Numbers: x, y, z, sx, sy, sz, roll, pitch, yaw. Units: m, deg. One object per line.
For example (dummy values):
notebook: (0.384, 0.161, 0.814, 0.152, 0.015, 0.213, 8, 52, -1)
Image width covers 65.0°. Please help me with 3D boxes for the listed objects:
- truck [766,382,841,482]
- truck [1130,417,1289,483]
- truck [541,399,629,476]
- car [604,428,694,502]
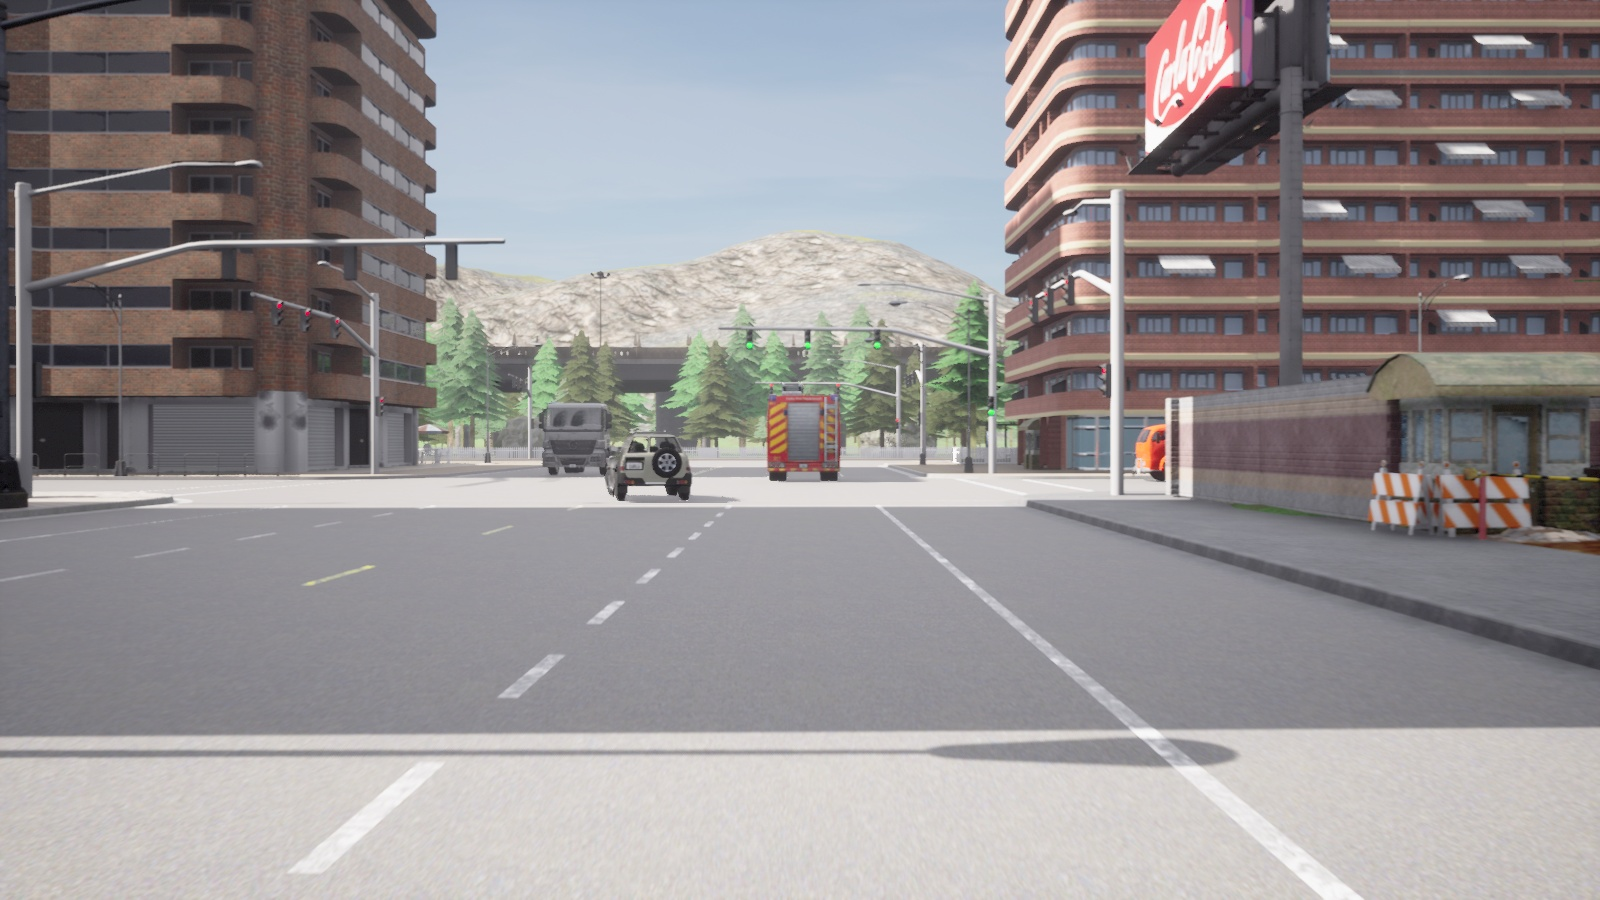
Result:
truck: (0.156, -0.714, 52.546, 2.891, 3.827, 8.468, 0, 0, 0)
truck: (15.580, 0.001, 48.052, 5.204, 2.467, 2.627, 0, 0, 0)
truck: (-10.321, -0.587, 60.981, 2.891, 3.462, 7.936, 0, 0, 0)
car: (-4.136, 0.369, 33.835, 1.932, 1.855, 4.605, 0, 0, -13)
